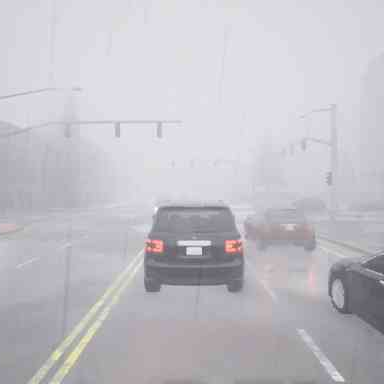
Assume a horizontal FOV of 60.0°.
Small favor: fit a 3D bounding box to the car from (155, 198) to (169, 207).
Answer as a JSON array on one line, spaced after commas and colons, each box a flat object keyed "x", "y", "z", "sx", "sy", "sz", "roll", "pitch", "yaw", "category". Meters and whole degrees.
[{"x": -4.717, "y": 1.601, "z": 52.206, "sx": 1.895, "sy": 1.301, "sz": 4.718, "roll": 0, "pitch": 0, "yaw": -1, "category": "car"}]

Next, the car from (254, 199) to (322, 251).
[{"x": 3.531, "y": 1.352, "z": 14.214, "sx": 2.097, "sy": 1.767, "sz": 4.553, "roll": 0, "pitch": 0, "yaw": 0, "category": "car"}]

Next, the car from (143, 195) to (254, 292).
[{"x": 0.051, "y": 1.221, "z": 9.035, "sx": 2.150, "sy": 2.045, "sz": 5.566, "roll": 0, "pitch": 0, "yaw": 0, "category": "car"}]

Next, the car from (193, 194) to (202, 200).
[{"x": 1.436, "y": 1.439, "z": 90.551, "sx": 2.128, "sy": 1.511, "sz": 4.902, "roll": 0, "pitch": 0, "yaw": -1, "category": "car"}]

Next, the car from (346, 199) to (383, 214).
[{"x": 18.460, "y": 1.491, "z": 34.226, "sx": 4.902, "sy": 1.511, "sz": 2.128, "roll": 0, "pitch": 0, "yaw": -2, "category": "car"}]

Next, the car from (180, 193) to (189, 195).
[{"x": -1.814, "y": 1.496, "z": 80.269, "sx": 1.837, "sy": 1.490, "sz": 4.892, "roll": 0, "pitch": 0, "yaw": -1, "category": "car"}]

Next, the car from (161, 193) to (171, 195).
[{"x": -4.955, "y": 1.215, "z": 63.508, "sx": 2.150, "sy": 2.045, "sz": 5.566, "roll": 0, "pitch": 1, "yaw": -1, "category": "car"}]

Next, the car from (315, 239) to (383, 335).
[{"x": 3.605, "y": 1.504, "z": 4.661, "sx": 1.837, "sy": 1.490, "sz": 4.892, "roll": 0, "pitch": 0, "yaw": 0, "category": "car"}]

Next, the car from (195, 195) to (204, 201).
[{"x": 1.679, "y": 1.546, "z": 80.576, "sx": 1.994, "sy": 1.385, "sz": 4.181, "roll": 0, "pitch": 0, "yaw": -1, "category": "car"}]

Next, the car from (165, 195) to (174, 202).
[{"x": -5.265, "y": 1.467, "z": 78.210, "sx": 1.882, "sy": 1.535, "sz": 5.008, "roll": 0, "pitch": 0, "yaw": -1, "category": "car"}]

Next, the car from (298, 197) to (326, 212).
[{"x": 12.674, "y": 1.352, "z": 37.710, "sx": 4.553, "sy": 1.767, "sz": 2.097, "roll": 0, "pitch": 0, "yaw": 1, "category": "car"}]
